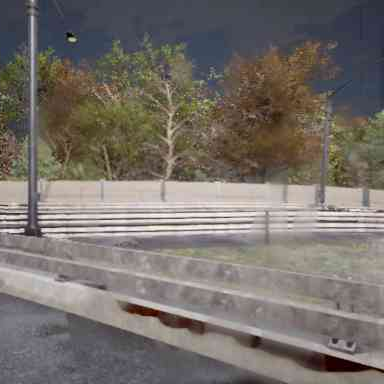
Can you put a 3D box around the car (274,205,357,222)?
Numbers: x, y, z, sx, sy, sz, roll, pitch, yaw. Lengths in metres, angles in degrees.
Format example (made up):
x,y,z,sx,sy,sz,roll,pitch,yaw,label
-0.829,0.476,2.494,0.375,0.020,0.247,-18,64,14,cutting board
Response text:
x,y,z,sx,sy,sz,roll,pitch,yaw,label
7.329,1.510,19.790,4.902,1.511,2.128,1,0,-12,car
